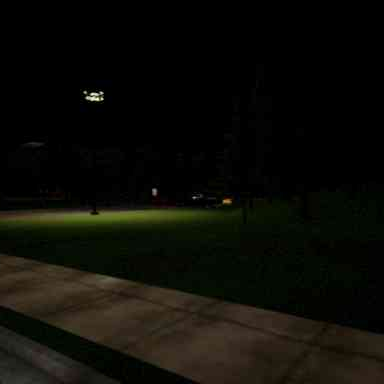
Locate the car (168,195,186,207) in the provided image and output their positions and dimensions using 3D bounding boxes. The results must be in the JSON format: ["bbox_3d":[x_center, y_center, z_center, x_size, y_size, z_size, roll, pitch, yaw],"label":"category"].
[{"bbox_3d":[-1.302,1.639,55.539,1.837,1.490,4.892,0,0,37],"label":"car"}]

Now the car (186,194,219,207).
[{"bbox_3d":[1.736,1.597,53.756,1.882,1.535,5.008,0,0,37],"label":"car"}]

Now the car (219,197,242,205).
[{"bbox_3d":[7.562,1.597,61.810,1.882,1.535,5.008,0,0,36],"label":"car"}]

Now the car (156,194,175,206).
[{"bbox_3d":[-3.813,1.369,58.022,2.150,2.045,5.566,0,0,36],"label":"car"}]

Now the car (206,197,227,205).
[{"bbox_3d":[4.754,1.735,63.898,1.895,1.301,4.718,0,0,36],"label":"car"}]

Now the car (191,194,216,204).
[{"bbox_3d":[2.396,1.369,66.606,2.150,2.045,5.566,0,0,36],"label":"car"}]
